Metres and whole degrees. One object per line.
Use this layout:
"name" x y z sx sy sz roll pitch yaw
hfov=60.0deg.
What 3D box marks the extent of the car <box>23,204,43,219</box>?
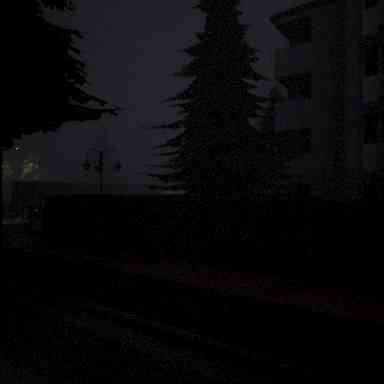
"car" -11.315 1.425 27.503 2.128 1.511 4.902 0 0 36
